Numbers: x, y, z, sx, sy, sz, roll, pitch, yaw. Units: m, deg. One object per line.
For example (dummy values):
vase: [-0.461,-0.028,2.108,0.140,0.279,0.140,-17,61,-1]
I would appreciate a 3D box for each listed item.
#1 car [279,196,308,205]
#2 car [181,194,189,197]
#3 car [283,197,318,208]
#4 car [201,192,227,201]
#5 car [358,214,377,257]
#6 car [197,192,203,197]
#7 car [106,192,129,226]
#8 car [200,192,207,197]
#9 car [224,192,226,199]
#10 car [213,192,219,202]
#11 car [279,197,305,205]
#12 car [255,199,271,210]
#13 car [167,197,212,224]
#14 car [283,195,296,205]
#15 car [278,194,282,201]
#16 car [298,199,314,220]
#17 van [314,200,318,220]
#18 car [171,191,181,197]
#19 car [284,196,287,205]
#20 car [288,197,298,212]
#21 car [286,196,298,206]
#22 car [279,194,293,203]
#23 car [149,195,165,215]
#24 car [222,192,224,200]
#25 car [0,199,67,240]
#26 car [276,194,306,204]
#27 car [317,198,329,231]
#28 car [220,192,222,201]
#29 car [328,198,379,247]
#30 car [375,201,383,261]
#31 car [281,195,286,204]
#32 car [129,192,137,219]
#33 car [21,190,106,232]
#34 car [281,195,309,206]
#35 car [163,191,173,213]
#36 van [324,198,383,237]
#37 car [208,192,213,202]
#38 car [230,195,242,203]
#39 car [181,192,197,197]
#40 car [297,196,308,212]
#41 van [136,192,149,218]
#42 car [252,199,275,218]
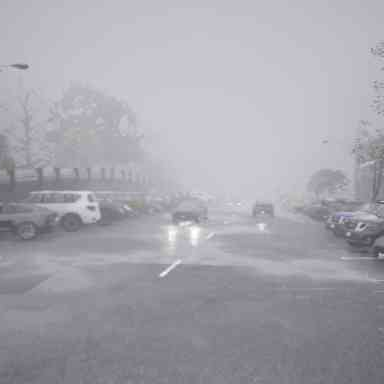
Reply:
car: [20.029,1.731,65.661,4.892,1.521,2.231,2,1,-8]
car: [-3.155,1.242,37.955,4.792,1.488,2.163,1,0,-8]
car: [17.588,1.749,54.095,4.792,1.488,2.163,2,0,-8]
car: [4.963,0.997,76.369,5.566,2.045,2.435,1,0,-8]
car: [8.310,1.700,10.653,4.792,1.488,2.163,2,1,-8]
car: [-1.745,1.217,43.894,5.366,1.575,1.946,1,0,-8]
car: [-6.929,0.941,20.230,5.566,2.045,2.435,1,0,-8]
car: [-1.263,0.970,46.820,5.566,2.045,2.435,1,0,-8]
car: [4.349,1.247,73.428,4.892,1.521,2.231,1,0,-8]
car: [1.245,0.981,58.653,5.566,2.045,2.435,1,0,-8]
car: [20.638,1.772,68.555,4.674,1.452,2.002,2,0,-8]
car: [9.777,1.654,45.851,1.895,1.301,4.718,2,0,12]
car: [-0.051,1.358,24.453,1.882,1.535,5.008,2,0,12]
car: [16.512,1.717,48.330,5.366,1.575,1.946,2,0,-8]
car: [18.612,1.713,59.840,5.366,1.575,1.946,2,1,-8]
car: [12.022,1.694,28.031,4.892,1.521,2.231,2,0,-8]
van: [10.918,1.465,22.267,4.442,1.987,1.878,2,0,-8]
car: [-3.782,1.084,34.997,4.553,1.767,2.185,1,0,-8]
car: [15.715,1.710,45.399,5.008,1.535,2.097,2,0,-8]
car: [14.457,1.733,39.603,4.792,1.488,2.163,2,1,-8]
car: [15.281,1.712,42.543,5.366,1.575,1.946,2,0,-8]
car: [18.180,1.722,56.984,4.892,1.521,2.231,2,1,-8]
car: [-5.078,1.204,29.088,4.892,1.521,2.231,1,0,-8]
car: [3.760,1.118,70.472,4.553,1.767,2.185,1,0,-8]
car: [-8.237,1.214,14.288,4.792,1.488,2.163,1,0,-8]
car: [21.291,1.485,71.459,5.566,2.045,2.435,2,0,-8]
car: [9.547,1.427,16.448,5.566,2.045,2.435,2,1,-8]
car: [3.069,1.114,67.513,4.553,1.767,2.185,1,0,-8]
car: [8.930,1.423,13.554,5.566,2.045,2.435,2,1,-8]
car: [7.751,1.418,7.789,5.566,2.045,2.435,2,0,-8]
car: [16.945,1.715,51.199,5.008,1.535,2.097,2,1,-8]
car: [-6.360,1.069,23.174,4.553,1.767,2.185,1,0,-8]
car: [-7.605,0.936,17.245,5.566,2.045,2.435,1,0,-8]
car: [19.445,1.602,62.768,4.553,1.767,2.185,2,1,-8]
car: [-4.404,1.081,32.032,4.553,1.767,2.185,1,0,-8]
van: [10.302,1.462,19.373,4.442,1.987,1.878,2,0,-8]
car: [-0.070,0.974,52.730,5.566,2.045,2.435,1,0,-8]
car: [8.749,1.423,65.569,1.837,1.490,4.892,2,0,12]
car: [-2.582,0.963,40.902,5.566,2.045,2.435,1,0,-8]
car: [12.674,1.572,30.934,4.553,1.767,2.185,2,1,-8]
van: [-5.811,0.972,26.108,4.442,1.987,1.878,1,0,-8]
car: [6.658,1.541,31.168,1.837,1.490,4.892,2,0,12]
